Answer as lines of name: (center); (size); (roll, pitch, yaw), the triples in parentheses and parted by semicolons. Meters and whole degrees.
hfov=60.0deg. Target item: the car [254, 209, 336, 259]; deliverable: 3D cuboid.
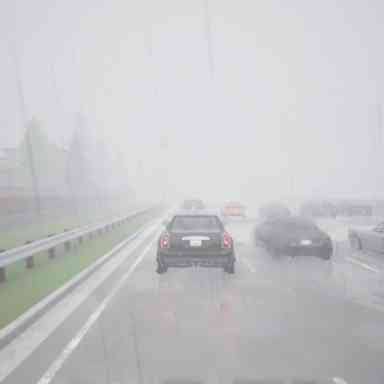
car: (3.598, 1.552, 12.493); (1.994, 1.385, 4.181); (0, 0, 0)

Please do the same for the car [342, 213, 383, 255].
car: (7.098, 1.590, 11.116); (1.895, 1.301, 4.718); (0, 0, 0)

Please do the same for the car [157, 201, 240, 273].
car: (0.098, 1.340, 10.733); (2.097, 1.767, 4.553); (0, 0, 0)

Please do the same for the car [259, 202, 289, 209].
car: (7.096, 1.535, 28.820); (1.994, 1.385, 4.181); (0, 0, 0)

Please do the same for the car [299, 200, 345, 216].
car: (10.595, 1.464, 28.257); (2.128, 1.511, 4.902); (0, 0, 0)

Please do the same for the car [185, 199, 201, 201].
car: (0.096, 1.323, 27.867); (2.097, 1.767, 4.553); (0, 0, 0)

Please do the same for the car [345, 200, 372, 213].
car: (14.095, 1.448, 29.796); (1.882, 1.535, 5.008); (0, 0, 0)

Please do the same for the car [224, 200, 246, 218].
car: (3.594, 1.447, 29.795); (1.882, 1.535, 5.008); (0, 0, 0)
